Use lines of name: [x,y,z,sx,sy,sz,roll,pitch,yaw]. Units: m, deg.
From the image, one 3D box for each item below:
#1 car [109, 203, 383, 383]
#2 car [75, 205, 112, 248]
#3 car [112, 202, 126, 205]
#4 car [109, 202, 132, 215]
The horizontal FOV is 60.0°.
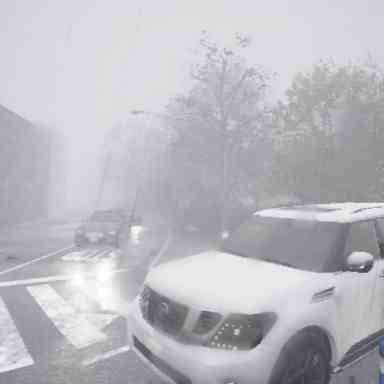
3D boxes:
car: [1.859,1.220,5.019,5.566,2.045,2.150,0,0,-36]
car: [-3.978,1.635,15.607,2.128,1.511,4.902,2,-1,-2]
car: [-4.981,1.773,26.085,1.994,1.385,4.181,2,-1,-10]
car: [-8.462,1.887,39.025,1.994,1.385,4.181,3,-1,-21]
